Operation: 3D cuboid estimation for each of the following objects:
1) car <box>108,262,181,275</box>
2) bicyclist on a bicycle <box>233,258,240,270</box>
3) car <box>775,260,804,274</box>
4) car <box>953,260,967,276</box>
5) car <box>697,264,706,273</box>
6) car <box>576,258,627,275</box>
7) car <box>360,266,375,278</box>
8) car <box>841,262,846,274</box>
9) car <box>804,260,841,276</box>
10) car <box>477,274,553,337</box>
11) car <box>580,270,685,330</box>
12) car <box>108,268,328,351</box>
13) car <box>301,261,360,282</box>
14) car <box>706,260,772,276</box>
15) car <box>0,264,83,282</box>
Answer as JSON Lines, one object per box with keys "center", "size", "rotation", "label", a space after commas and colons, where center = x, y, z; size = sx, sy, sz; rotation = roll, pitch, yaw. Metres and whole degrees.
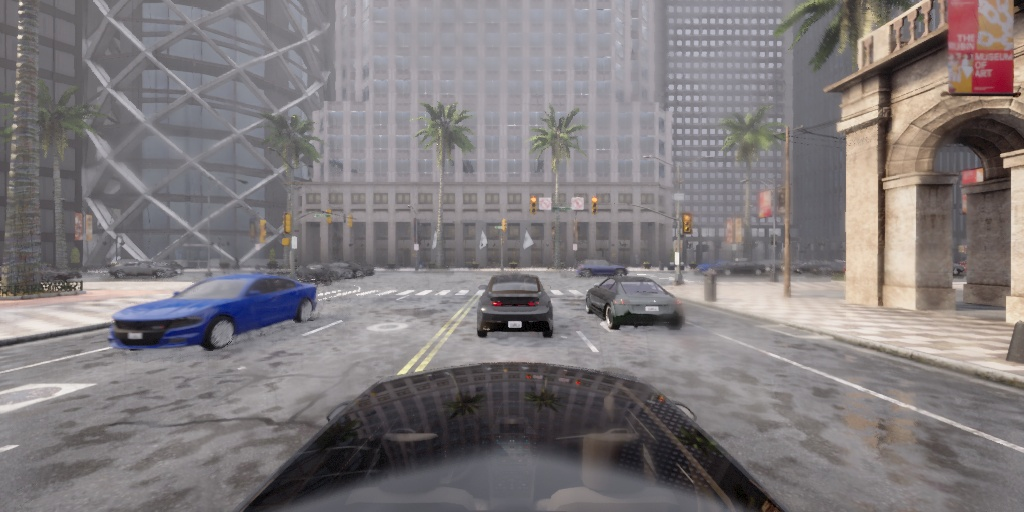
{"center": [-32.745, 1.241, 32.127], "size": [4.902, 1.511, 2.128], "rotation": [0, 0, -14], "label": "car"}
{"center": [-35.744, 1.050, 46.596], "size": [0.582, 1.620, 1.656], "rotation": [0, 0, -12], "label": "bicyclist on a bicycle"}
{"center": [33.022, 1.241, 40.228], "size": [4.902, 1.511, 2.128], "rotation": [0, 0, 0], "label": "car"}
{"center": [43.022, 1.242, 36.681], "size": [4.902, 1.511, 2.128], "rotation": [0, 0, 0], "label": "car"}
{"center": [23.449, 1.228, 40.259], "size": [5.008, 1.535, 1.882], "rotation": [0, 0, 0], "label": "car"}
{"center": [8.311, 1.102, 33.103], "size": [4.553, 1.767, 2.097], "rotation": [0, 0, 0], "label": "car"}
{"center": [-15.311, 1.227, 33.130], "size": [5.008, 1.535, 1.882], "rotation": [0, 0, 0], "label": "car"}
{"center": [33.754, 1.351, 33.026], "size": [4.718, 1.301, 1.895], "rotation": [0, 0, 0], "label": "car"}
{"center": [33.056, 1.314, 36.730], "size": [4.181, 1.385, 1.994], "rotation": [0, 0, 0], "label": "car"}
{"center": [0.078, 1.255, 10.283], "size": [1.837, 1.490, 4.892], "rotation": [0, 0, 0], "label": "car"}
{"center": [3.582, 1.314, 11.148], "size": [1.994, 1.385, 4.181], "rotation": [0, 0, 0], "label": "car"}
{"center": [-7.067, 1.227, 9.231], "size": [1.882, 1.535, 5.008], "rotation": [0, 0, 0], "label": "car"}
{"center": [-15.063, 1.275, 28.855], "size": [4.674, 1.442, 1.812], "rotation": [0, 0, 13], "label": "car"}
{"center": [23.188, 1.228, 36.759], "size": [5.008, 1.535, 1.882], "rotation": [0, 0, 0], "label": "car"}
{"center": [-36.975, 1.297, 27.332], "size": [5.357, 1.411, 2.033], "rotation": [0, 0, -23], "label": "car"}
